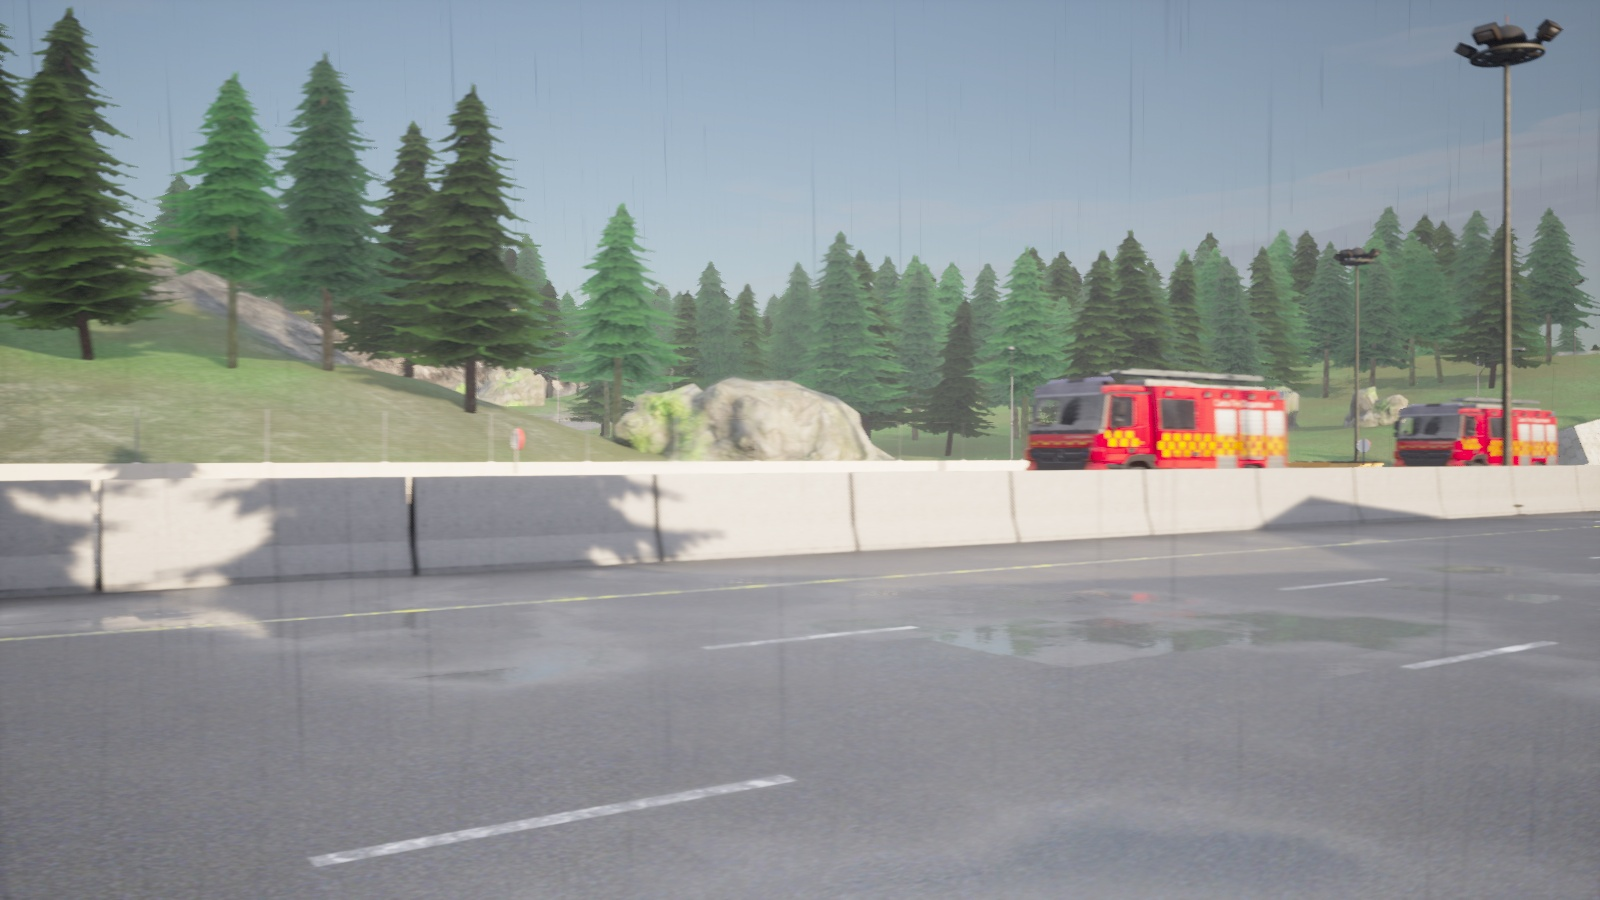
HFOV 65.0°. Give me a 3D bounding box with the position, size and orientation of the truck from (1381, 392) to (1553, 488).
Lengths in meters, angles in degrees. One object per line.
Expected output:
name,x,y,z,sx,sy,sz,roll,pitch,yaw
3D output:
truck,28.360,-0.394,53.256,8.468,3.827,2.891,0,0,-35

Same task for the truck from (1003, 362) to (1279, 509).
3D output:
truck,9.969,-0.377,36.190,8.468,3.827,2.891,0,0,-35
